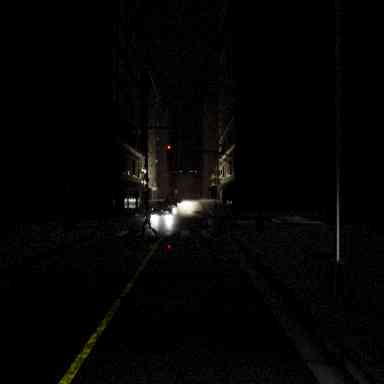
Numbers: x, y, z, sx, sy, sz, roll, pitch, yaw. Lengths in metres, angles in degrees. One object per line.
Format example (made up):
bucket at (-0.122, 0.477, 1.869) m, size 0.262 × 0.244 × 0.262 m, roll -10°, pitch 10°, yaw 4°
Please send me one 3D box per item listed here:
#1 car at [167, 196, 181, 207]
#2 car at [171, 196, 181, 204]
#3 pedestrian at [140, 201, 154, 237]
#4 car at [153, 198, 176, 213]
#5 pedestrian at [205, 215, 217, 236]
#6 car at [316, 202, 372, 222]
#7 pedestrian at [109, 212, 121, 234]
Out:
car at (-3.093, 1.512, 49.876) m, size 2.128 × 1.511 × 4.902 m, roll 0°, pitch 0°, yaw 0°
car at (-3.042, 1.556, 64.293) m, size 1.812 × 1.442 × 4.674 m, roll 0°, pitch 0°, yaw 0°
pedestrian at (-2.242, 1.297, 16.606) m, size 0.375 × 1.860 × 0.375 m, roll 0°, pitch 0°, yaw 0°
car at (-3.108, 1.614, 36.905) m, size 1.895 × 1.301 × 4.718 m, roll 0°, pitch 0°, yaw 1°
pedestrian at (0.992, 1.678, 17.205) m, size 0.500 × 1.100 × 0.500 m, roll 0°, pitch 0°, yaw 0°
car at (12.116, 1.518, 25.982) m, size 4.674 × 1.442 × 1.812 m, roll 0°, pitch 0°, yaw 0°
pedestrian at (-4.141, 1.298, 17.806) m, size 0.375 × 1.860 × 0.375 m, roll 0°, pitch 0°, yaw 0°
